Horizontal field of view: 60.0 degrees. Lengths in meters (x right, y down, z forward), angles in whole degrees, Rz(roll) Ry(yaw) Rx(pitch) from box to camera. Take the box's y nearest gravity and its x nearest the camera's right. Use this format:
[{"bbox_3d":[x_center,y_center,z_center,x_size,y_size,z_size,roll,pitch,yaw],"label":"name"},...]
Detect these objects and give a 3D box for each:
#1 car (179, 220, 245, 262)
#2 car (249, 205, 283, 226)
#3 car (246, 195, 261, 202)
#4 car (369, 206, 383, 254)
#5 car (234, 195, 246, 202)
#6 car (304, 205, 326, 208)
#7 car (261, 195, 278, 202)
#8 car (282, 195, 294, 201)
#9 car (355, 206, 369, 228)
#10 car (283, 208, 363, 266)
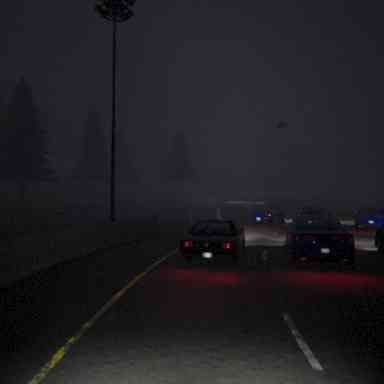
[{"bbox_3d":[0.971,1.702,12.582,1.895,1.301,4.718,0,0,13],"label":"car"},{"bbox_3d":[5.791,1.737,25.462,1.812,1.442,4.674,0,0,29],"label":"car"},{"bbox_3d":[14.253,1.439,74.080,1.812,1.442,4.674,0,1,31],"label":"car"},{"bbox_3d":[7.813,1.448,11.082,2.097,1.767,4.553,0,-1,13],"label":"car"},{"bbox_3d":[11.244,1.453,75.867,1.812,1.442,4.674,0,1,31],"label":"car"},{"bbox_3d":[8.844,1.707,23.754,1.837,1.490,4.892,0,0,29],"label":"car"},{"bbox_3d":[17.263,1.454,72.293,1.994,1.385,4.181,0,1,31],"label":"car"},{"bbox_3d":[20.271,1.387,70.505,1.837,1.490,4.892,0,1,31],"label":"car"},{"bbox_3d":[12.020,1.666,22.257,1.882,1.535,5.008,0,0,29],"label":"car"},{"bbox_3d":[4.495,1.580,12.198,1.882,1.535,5.008,0,0,13],"label":"car"}]
